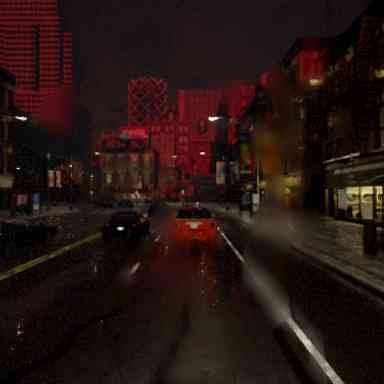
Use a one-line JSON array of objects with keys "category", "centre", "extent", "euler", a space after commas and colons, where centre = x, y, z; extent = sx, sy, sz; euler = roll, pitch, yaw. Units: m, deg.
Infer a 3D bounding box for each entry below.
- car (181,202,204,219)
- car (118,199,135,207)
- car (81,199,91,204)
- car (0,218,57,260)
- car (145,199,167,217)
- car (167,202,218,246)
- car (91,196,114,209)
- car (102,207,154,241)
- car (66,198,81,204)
[{"category": "car", "centre": [0.090, 1.787, 33.231], "extent": [2.128, 1.511, 4.902], "euler": [0, -1, 0]}, {"category": "car", "centre": [-10.943, 1.994, 55.141], "extent": [1.837, 1.490, 4.892], "euler": [1, -1, -27]}, {"category": "car", "centre": [-23.977, 2.316, 81.214], "extent": [4.718, 1.301, 1.895], "euler": [0, -1, 30]}, {"category": "car", "centre": [-7.104, 1.718, 13.019], "extent": [1.895, 1.301, 4.718], "euler": [0, -1, 0]}, {"category": "car", "centre": [-3.413, 1.787, 34.799], "extent": [1.882, 1.535, 5.008], "euler": [0, -1, 0]}, {"category": "car", "centre": [0.095, 1.498, 16.323], "extent": [2.097, 1.767, 4.553], "euler": [0, 0, 0]}, {"category": "car", "centre": [-14.528, 1.704, 54.567], "extent": [2.150, 2.045, 5.566], "euler": [0, 0, -29]}, {"category": "car", "centre": [-3.406, 1.723, 17.825], "extent": [1.994, 1.385, 4.181], "euler": [0, -1, 0]}, {"category": "car", "centre": [-29.281, 2.261, 83.384], "extent": [4.674, 1.452, 2.002], "euler": [0, -1, 20]}]
